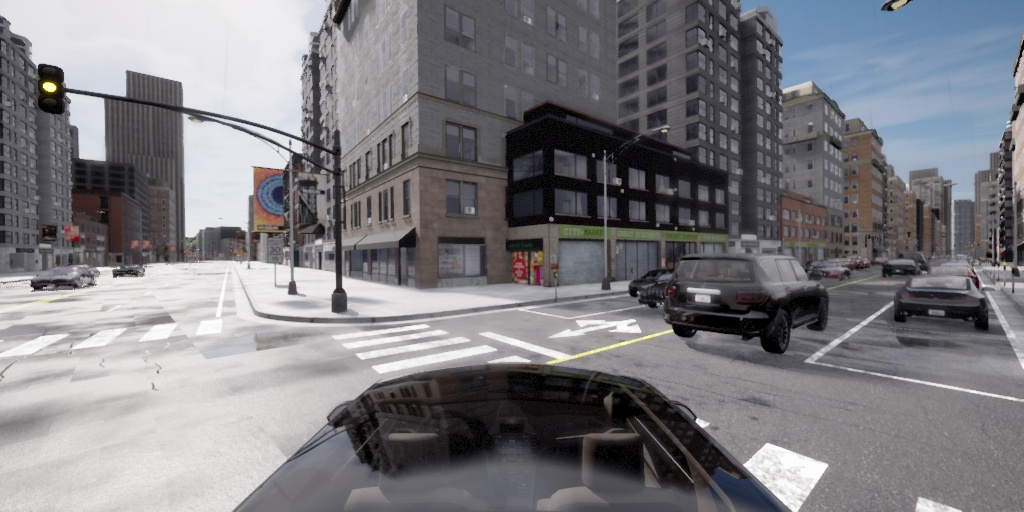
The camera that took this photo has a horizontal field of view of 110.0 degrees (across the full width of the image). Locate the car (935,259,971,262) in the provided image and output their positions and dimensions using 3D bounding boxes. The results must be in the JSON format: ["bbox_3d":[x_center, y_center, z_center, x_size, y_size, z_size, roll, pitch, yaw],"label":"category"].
[{"bbox_3d":[30.487,1.098,24.690,4.507,1.381,1.888,0,0,-38],"label":"car"}]

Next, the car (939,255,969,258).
[{"bbox_3d":[43.810,0.928,35.224,4.097,1.591,1.967,0,0,-38],"label":"car"}]

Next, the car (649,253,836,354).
[{"bbox_3d":[5.989,0.942,8.964,5.566,2.045,2.150,0,0,-38],"label":"car"}]

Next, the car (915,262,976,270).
[{"bbox_3d":[21.605,1.154,17.667,4.507,1.381,1.888,0,0,-38],"label":"car"}]

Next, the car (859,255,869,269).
[{"bbox_3d":[42.967,0.806,45.427,5.009,1.841,2.192,0,0,-38],"label":"car"}]

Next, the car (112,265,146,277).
[{"bbox_3d":[-40.957,1.605,38.389,1.895,1.301,4.718,-1,0,-38],"label":"car"}]

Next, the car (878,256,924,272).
[{"bbox_3d":[32.088,1.018,29.515,5.008,1.535,1.882,0,0,-38],"label":"car"}]

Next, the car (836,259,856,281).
[{"bbox_3d":[24.118,1.146,27.220,4.181,1.385,1.994,0,0,-38],"label":"car"}]

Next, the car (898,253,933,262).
[{"bbox_3d":[40.174,0.724,35.961,5.566,2.045,2.150,0,0,-38],"label":"car"}]

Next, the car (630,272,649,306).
[{"bbox_3d":[7.092,1.251,13.789,5.357,1.411,2.033,0,0,-38],"label":"car"}]

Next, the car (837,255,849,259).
[{"bbox_3d":[34.085,0.966,38.404,4.097,1.591,1.967,0,0,-38],"label":"car"}]

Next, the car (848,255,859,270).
[{"bbox_3d":[38.526,0.947,41.915,4.097,1.591,1.967,0,0,-38],"label":"car"}]

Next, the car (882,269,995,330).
[{"bbox_3d":[12.723,1.226,10.644,4.403,1.370,2.007,0,0,-38],"label":"car"}]

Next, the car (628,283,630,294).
[{"bbox_3d":[7.437,1.260,17.333,4.313,1.339,1.948,0,0,-38],"label":"car"}]

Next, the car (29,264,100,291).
[{"bbox_3d":[-29.718,1.437,23.952,2.033,1.411,5.357,-1,0,-38],"label":"car"}]
